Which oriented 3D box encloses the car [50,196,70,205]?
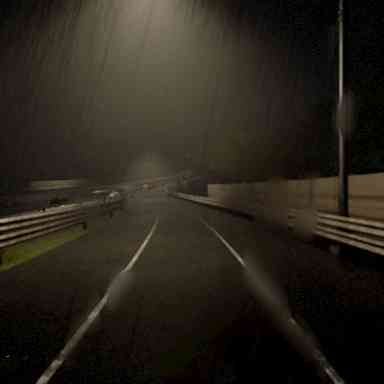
[{"bbox_3d":[-24.627,1.597,62.232,1.837,1.490,4.892,0,3,6],"label":"car"}]

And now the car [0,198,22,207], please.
[{"bbox_3d":[-29.114,1.747,53.046,2.097,1.767,4.553,0,3,6],"label":"car"}]

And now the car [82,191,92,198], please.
[{"bbox_3d":[-25.842,0.549,83.265,1.837,1.490,4.892,0,3,6],"label":"car"}]

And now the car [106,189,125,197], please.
[{"bbox_3d":[-18.879,0.627,82.540,1.812,1.442,4.674,0,3,6],"label":"car"}]

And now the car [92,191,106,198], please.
[{"bbox_3d":[-22.361,0.601,82.904,2.128,1.511,4.902,0,3,6],"label":"car"}]
